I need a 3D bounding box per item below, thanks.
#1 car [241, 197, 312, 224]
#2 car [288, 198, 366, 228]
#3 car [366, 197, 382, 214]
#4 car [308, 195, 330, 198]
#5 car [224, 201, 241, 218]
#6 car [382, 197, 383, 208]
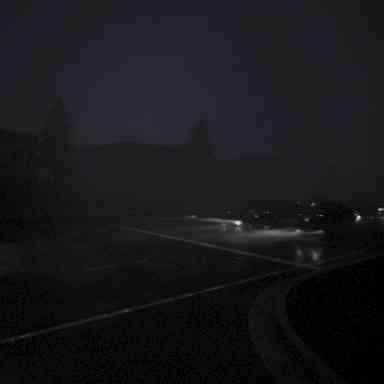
[{"bbox_3d":[6.133,1.332,23.542,4.902,1.511,2.128,0,1,-39],"label":"car"},{"bbox_3d":[8.625,1.360,21.058,4.902,1.511,2.128,0,1,-39],"label":"car"},{"bbox_3d":[15.756,1.379,31.366,4.181,1.385,1.994,0,1,-39],"label":"car"},{"bbox_3d":[12.253,1.142,33.024,4.553,1.767,2.097,0,1,-39],"label":"car"},{"bbox_3d":[4.686,1.314,26.874,4.892,1.490,1.837,0,1,-39],"label":"car"},{"bbox_3d":[24.401,1.324,42.858,4.181,1.385,1.994,0,0,-39],"label":"car"}]
